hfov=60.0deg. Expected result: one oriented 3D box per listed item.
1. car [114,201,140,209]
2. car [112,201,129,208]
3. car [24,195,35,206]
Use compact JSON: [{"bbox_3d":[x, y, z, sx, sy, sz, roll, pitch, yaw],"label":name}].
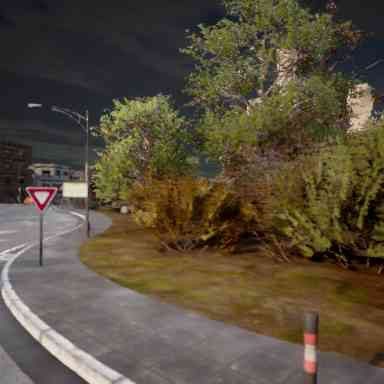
[{"bbox_3d":[-14.201,2.858,72.723,5.008,1.535,2.097,1,-4,4],"label":"car"},{"bbox_3d":[-14.411,2.684,69.981,4.892,1.521,2.231,1,-4,4],"label":"car"},{"bbox_3d":[-23.818,1.206,51.007,2.097,1.767,4.553,2,-1,-4],"label":"car"}]
